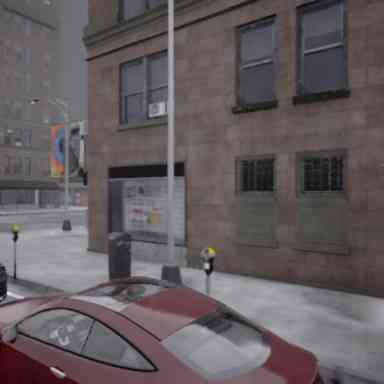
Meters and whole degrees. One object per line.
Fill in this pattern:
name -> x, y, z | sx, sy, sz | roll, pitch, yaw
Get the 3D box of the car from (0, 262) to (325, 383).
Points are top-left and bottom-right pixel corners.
car -> -0.812, 1.582, 3.425 | 4.206, 1.307, 1.802 | 0, 0, 35
